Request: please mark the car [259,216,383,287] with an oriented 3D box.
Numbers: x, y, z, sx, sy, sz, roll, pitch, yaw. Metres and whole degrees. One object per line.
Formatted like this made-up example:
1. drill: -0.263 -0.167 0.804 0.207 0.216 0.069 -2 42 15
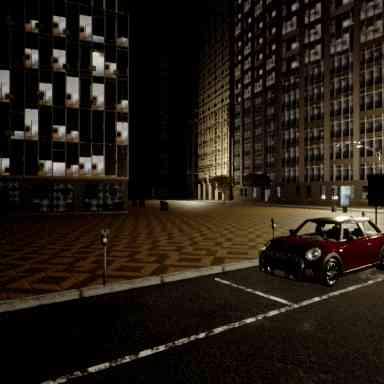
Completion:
1. car: 3.741 1.439 9.234 4.097 1.590 1.967 0 0 -36
